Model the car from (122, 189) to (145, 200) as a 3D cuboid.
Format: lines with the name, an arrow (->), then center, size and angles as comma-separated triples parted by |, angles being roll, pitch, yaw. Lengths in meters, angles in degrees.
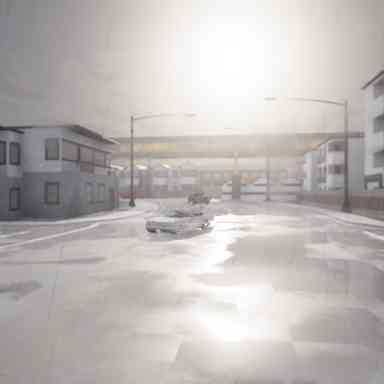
car -> -11.720, 0.454, 66.352 | 5.566, 2.045, 2.150 | 0, 0, 41

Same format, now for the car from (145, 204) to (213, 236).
car -> -0.616, 1.647, 19.201 | 1.895, 1.301, 4.718 | 1, 2, 30

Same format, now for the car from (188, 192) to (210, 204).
car -> 0.930, 0.808, 44.719 | 2.097, 1.767, 4.553 | 0, 1, -13
